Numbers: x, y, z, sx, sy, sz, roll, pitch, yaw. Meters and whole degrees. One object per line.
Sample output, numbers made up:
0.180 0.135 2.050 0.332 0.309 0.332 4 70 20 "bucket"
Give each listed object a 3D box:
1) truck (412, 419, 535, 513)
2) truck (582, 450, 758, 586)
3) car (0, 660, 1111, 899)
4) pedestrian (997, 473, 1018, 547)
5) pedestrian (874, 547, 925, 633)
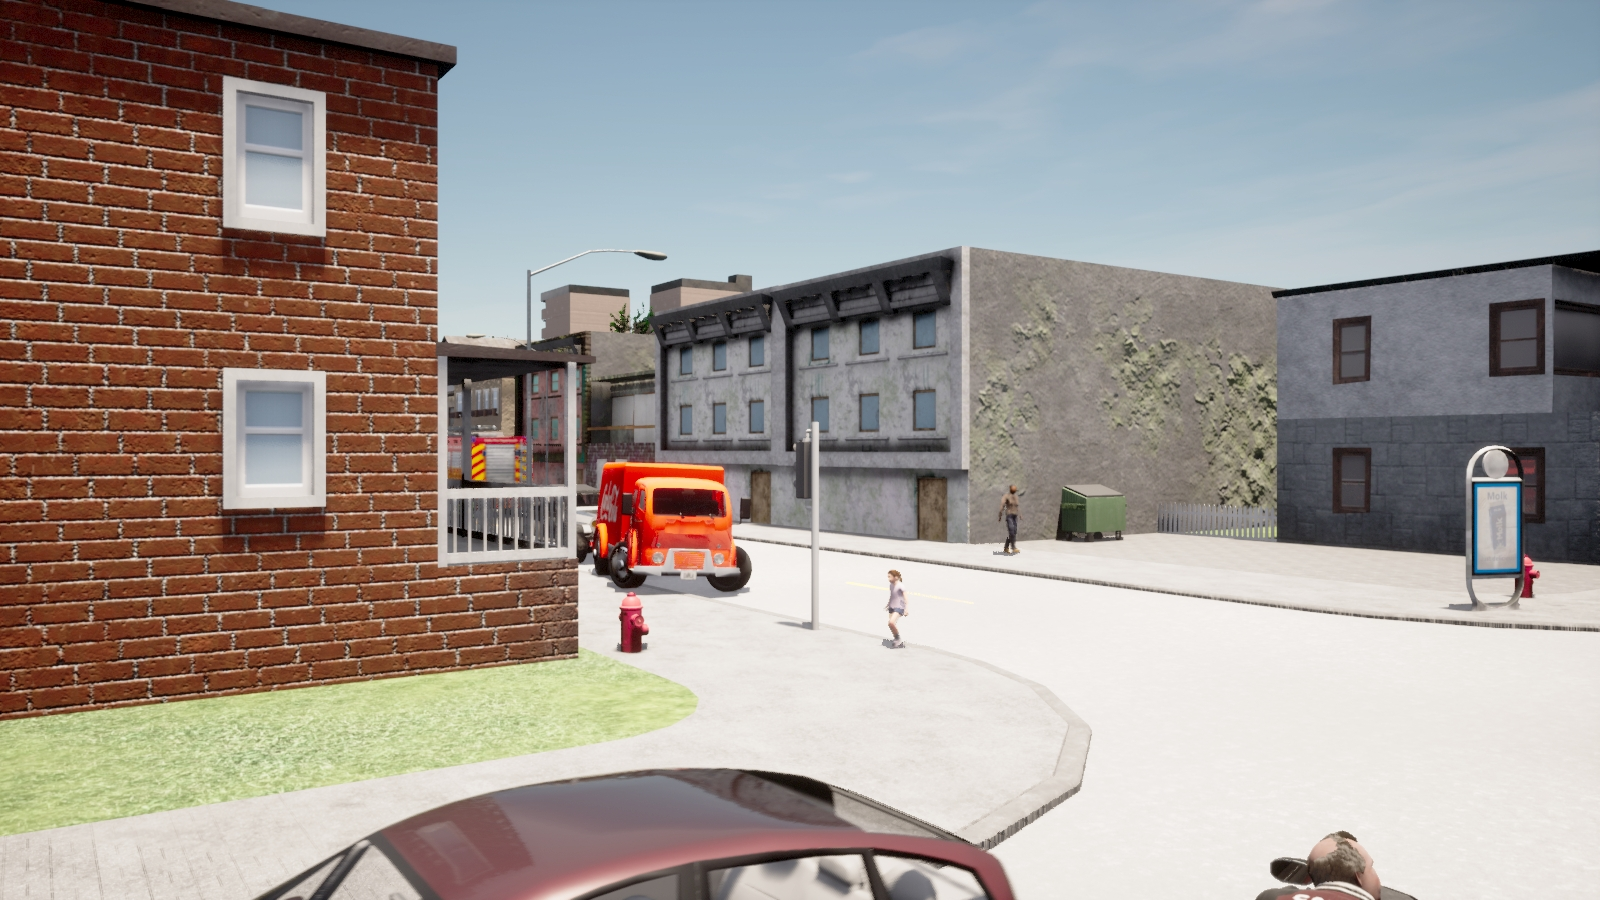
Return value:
-14.687 0.670 50.909 2.891 3.827 8.468 0 0 -33 "truck"
-2.868 1.294 23.855 2.627 2.467 5.204 3 -1 -17 "truck"
-0.914 1.805 3.833 3.705 1.549 1.789 0 0 -34 "car"
5.298 1.525 29.194 0.375 1.860 0.375 0 0 -29 "pedestrian"
1.359 1.897 15.600 0.500 1.100 0.500 0 0 -31 "pedestrian"
